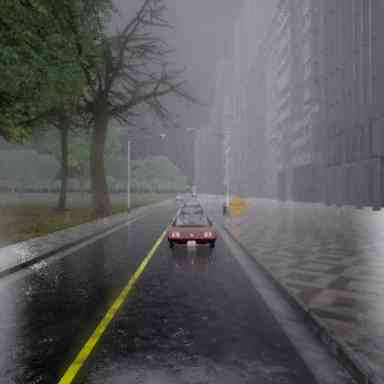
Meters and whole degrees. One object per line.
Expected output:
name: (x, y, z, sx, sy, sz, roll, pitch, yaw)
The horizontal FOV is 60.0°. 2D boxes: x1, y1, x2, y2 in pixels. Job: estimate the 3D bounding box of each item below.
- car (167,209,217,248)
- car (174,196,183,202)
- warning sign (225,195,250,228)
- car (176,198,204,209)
car: (0.000, 1.628, 14.682, 1.895, 1.301, 4.718, 0, 0, 0)
car: (-3.000, 1.582, 76.718, 1.882, 1.535, 5.008, 0, 0, 0)
warning sign: (2.707, 1.134, 19.827, 1.300, 1.860, 1.060, -1, -1, 0)
car: (0.000, 1.532, 29.653, 2.128, 1.511, 4.902, 0, 0, 0)
